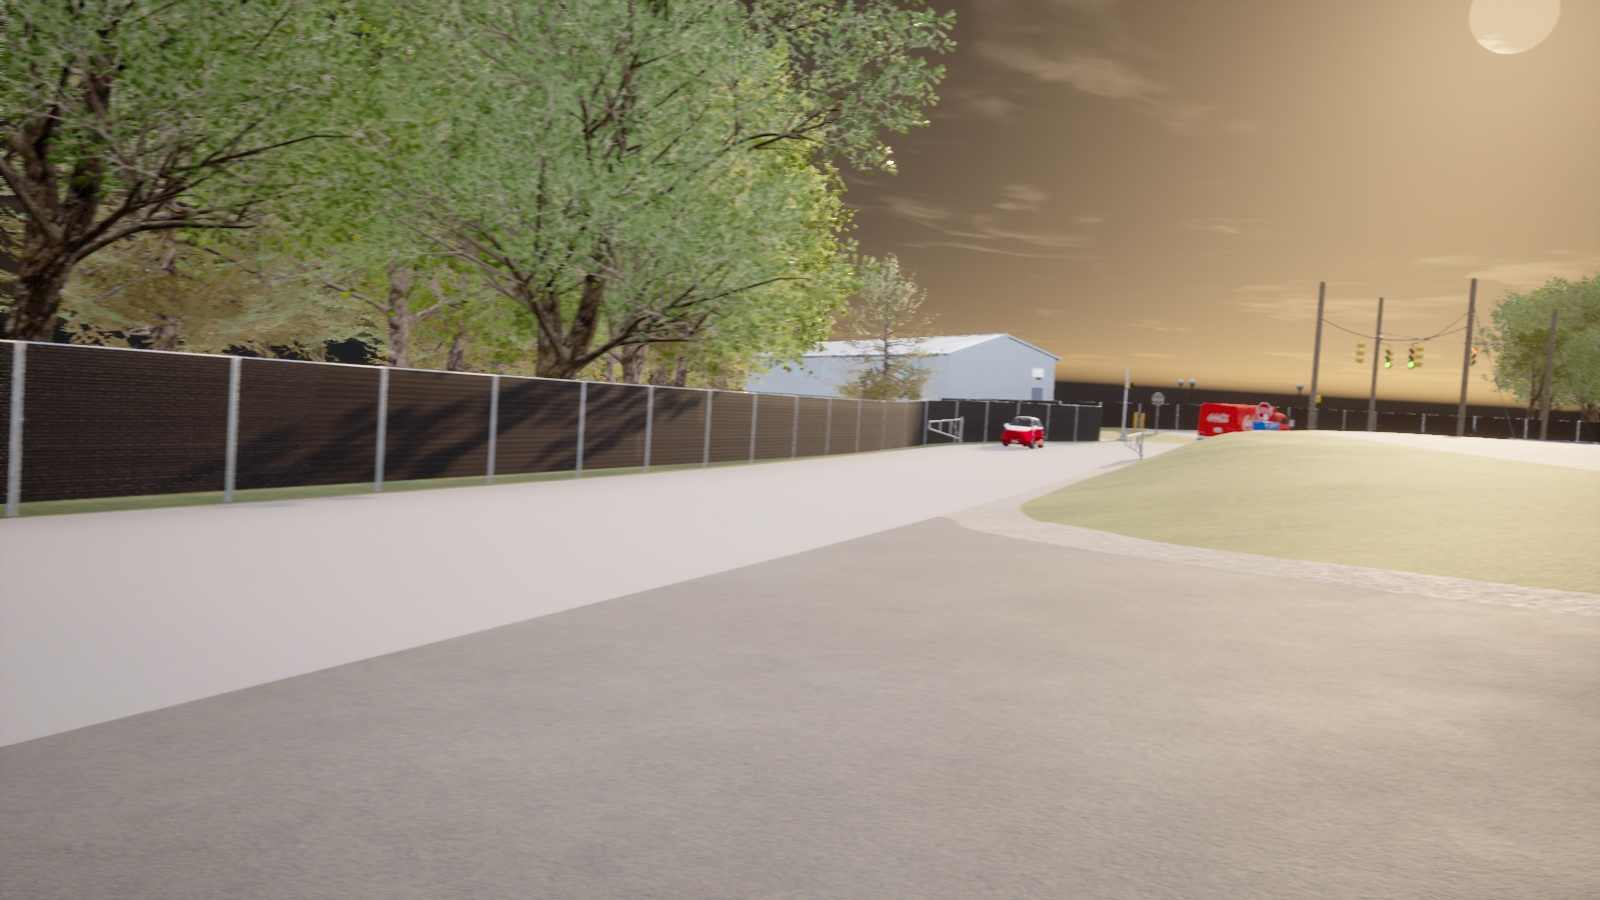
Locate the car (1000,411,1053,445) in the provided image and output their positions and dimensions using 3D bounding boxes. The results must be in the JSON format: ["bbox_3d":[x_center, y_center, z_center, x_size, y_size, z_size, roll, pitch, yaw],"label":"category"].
[{"bbox_3d":[9.914,-0.992,54.926,1.481,1.376,2.207,4,4,33],"label":"car"}]

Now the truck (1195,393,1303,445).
[{"bbox_3d":[23.142,-1.562,64.683,5.204,2.467,2.627,0,4,-37],"label":"truck"}]
